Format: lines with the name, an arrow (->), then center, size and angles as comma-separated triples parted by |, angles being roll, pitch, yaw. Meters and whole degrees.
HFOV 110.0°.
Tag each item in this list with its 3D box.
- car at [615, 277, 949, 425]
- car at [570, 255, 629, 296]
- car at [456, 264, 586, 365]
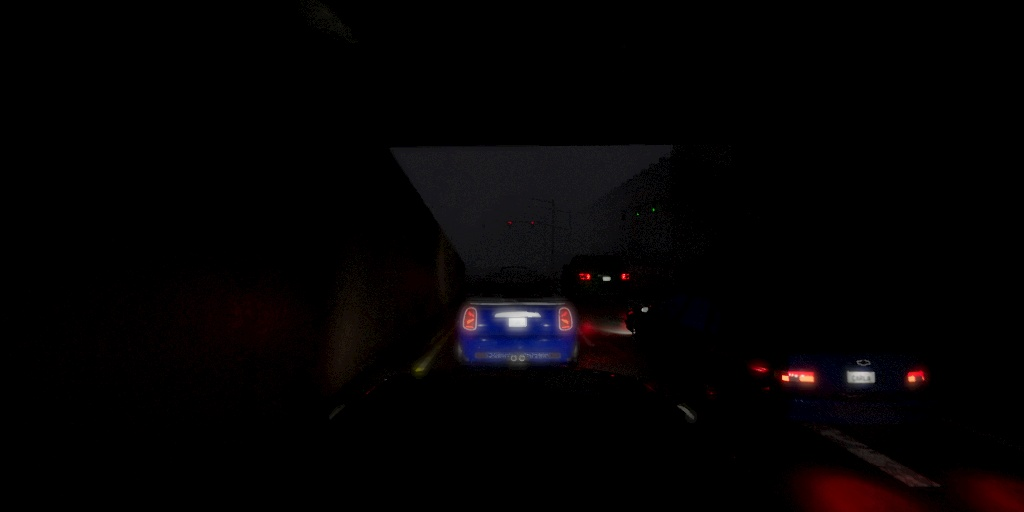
car -> 3.611, 1.297, 6.208 | 2.033, 1.411, 5.357 | 0, 0, 0
car -> 3.646, 0.971, 16.454 | 2.150, 2.045, 5.566 | 0, 0, 0
car -> 0.107, 1.102, 7.979 | 2.097, 1.767, 4.553 | 0, 0, 0
